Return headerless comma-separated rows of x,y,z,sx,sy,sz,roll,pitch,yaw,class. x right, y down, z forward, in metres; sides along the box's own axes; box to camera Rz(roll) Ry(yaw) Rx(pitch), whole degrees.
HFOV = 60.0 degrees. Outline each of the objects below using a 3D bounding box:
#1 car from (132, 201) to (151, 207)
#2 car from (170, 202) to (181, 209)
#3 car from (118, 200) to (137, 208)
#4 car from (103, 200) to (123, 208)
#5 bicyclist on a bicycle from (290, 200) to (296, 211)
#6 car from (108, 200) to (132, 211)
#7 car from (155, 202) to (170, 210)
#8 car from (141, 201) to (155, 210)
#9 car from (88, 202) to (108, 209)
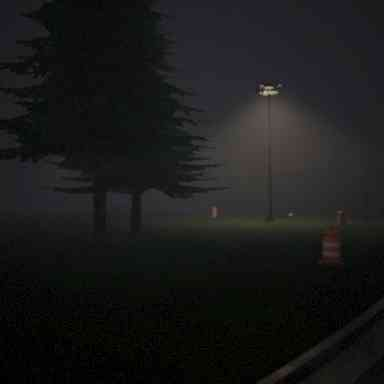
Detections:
-11.180,2.653,73.435,1.994,1.385,4.181,0,-1,-42,car
-4.407,2.706,65.892,1.895,1.301,4.718,0,-1,-41,car
-13.796,2.578,71.110,1.837,1.490,4.892,0,-1,-42,car
-16.412,2.534,68.785,1.882,1.535,5.008,0,-1,-42,car
15.134,2.032,49.961,1.656,1.620,0.582,0,-1,-42,bicyclist on a bicycle
-12.353,2.587,59.031,2.033,1.411,5.357,0,-1,-41,car
-7.122,2.632,63.682,2.033,1.411,5.357,0,-1,-41,car
-9.458,2.657,61.036,1.895,1.301,4.718,0,-1,-41,car
-19.027,2.639,66.458,1.837,1.490,4.892,0,-1,-42,car
